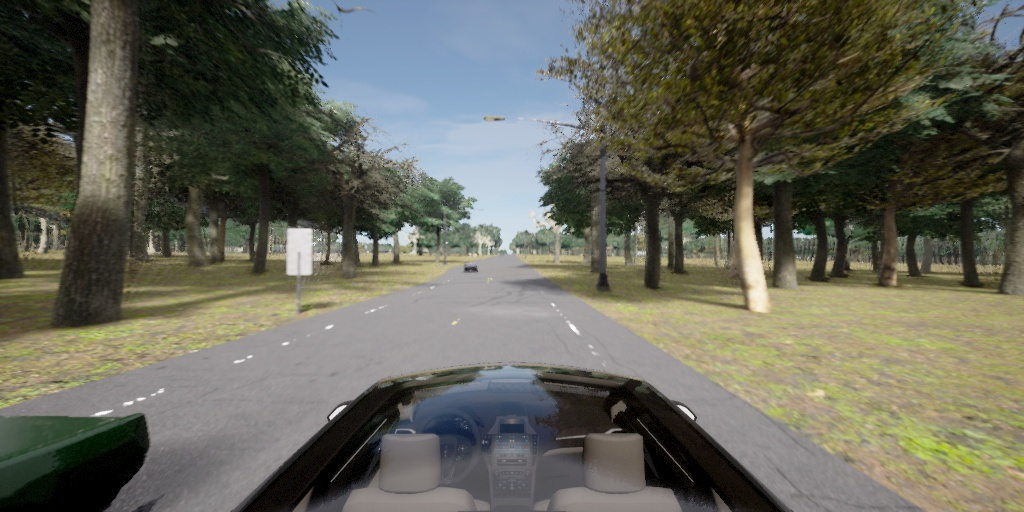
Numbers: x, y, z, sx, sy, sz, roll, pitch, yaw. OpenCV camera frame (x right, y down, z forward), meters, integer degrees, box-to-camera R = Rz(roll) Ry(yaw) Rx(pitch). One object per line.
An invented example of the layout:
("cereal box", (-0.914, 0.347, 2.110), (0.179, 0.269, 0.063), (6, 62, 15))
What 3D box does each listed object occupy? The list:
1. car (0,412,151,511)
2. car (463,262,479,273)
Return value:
("car", (-3.598, 1.340, 0.366), (1.895, 1.301, 4.718), (0, -1, 0))
("car", (-5.133, 1.420, 44.716), (1.895, 1.301, 4.718), (0, 0, -7))
